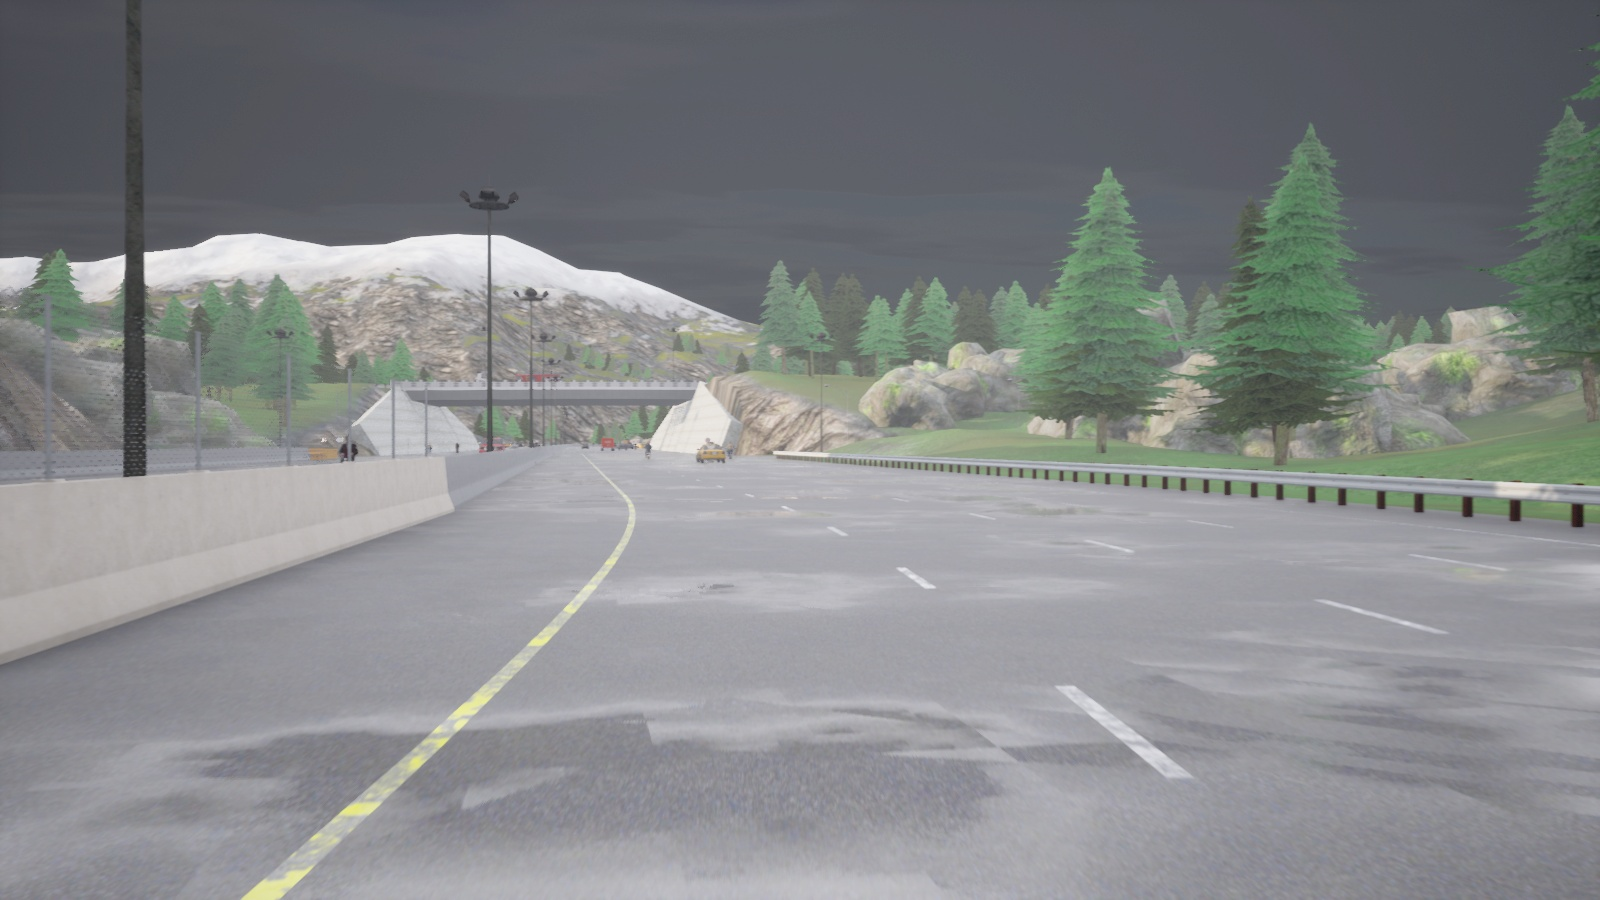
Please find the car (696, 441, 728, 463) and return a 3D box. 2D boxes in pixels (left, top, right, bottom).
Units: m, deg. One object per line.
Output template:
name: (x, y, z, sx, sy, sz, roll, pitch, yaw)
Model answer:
car: (-6.601, 0.155, 93.570, 1.801, 1.575, 5.366, 0, 0, -10)
